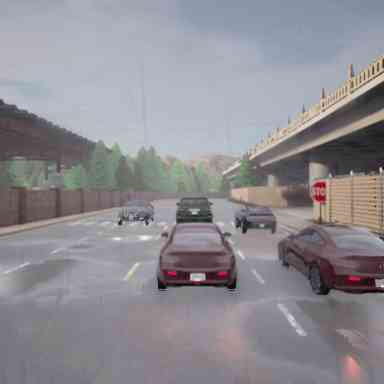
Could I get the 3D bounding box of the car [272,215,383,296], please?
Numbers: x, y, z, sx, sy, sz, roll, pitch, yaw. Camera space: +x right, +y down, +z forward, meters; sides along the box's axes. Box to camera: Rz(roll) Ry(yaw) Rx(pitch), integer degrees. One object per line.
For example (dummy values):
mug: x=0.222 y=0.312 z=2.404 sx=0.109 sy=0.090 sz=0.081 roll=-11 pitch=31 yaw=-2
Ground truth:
car: x=3.614 y=1.549 z=8.565 sx=1.812 sy=1.442 sz=4.674 roll=0 pitch=0 yaw=0

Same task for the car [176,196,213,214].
car: x=0.155 y=1.276 z=21.328 sx=2.150 sy=2.045 sz=5.566 roll=0 pitch=0 yaw=0

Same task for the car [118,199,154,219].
car: x=-3.451 y=1.210 z=21.235 sx=1.837 sy=1.490 sz=4.892 roll=0 pitch=0 yaw=0

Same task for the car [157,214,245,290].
car: x=0.117 y=1.550 z=9.025 sx=1.812 sy=1.442 sz=4.674 roll=0 pitch=0 yaw=0

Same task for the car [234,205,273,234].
car: x=3.650 y=1.544 z=19.706 sx=2.128 sy=1.511 sz=4.902 roll=0 pitch=0 yaw=0
